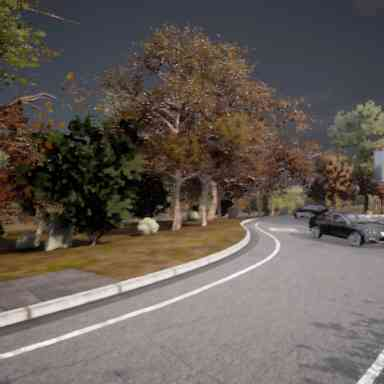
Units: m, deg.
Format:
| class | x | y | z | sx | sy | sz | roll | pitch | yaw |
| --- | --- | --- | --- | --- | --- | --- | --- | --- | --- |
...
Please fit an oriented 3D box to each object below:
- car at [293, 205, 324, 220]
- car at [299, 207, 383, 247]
| class | x | y | z | sx | sy | sz | roll | pitch | yaw |
| --- | --- | --- | --- | --- | --- | --- | --- | --- | --- |
| car | 11.947 | 2.006 | 33.176 | 4.902 | 1.511 | 2.128 | 2 | -1 | -42 |
| car | 7.832 | 1.741 | 16.662 | 2.128 | 1.511 | 4.902 | 1 | -1 | -15 |
